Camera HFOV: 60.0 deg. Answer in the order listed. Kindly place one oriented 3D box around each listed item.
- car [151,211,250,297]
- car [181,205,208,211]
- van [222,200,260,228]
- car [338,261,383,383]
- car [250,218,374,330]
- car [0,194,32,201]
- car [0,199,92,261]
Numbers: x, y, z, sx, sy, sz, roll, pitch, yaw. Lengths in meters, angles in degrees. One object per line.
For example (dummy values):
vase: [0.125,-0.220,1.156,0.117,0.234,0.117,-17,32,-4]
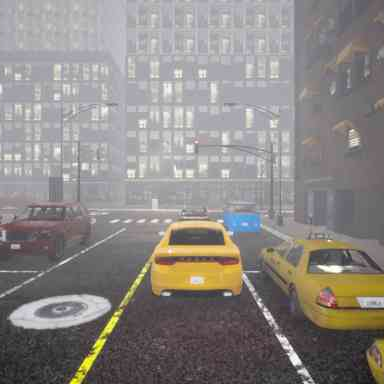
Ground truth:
car: [0.112,1.479,8.623,1.882,1.535,5.008,0,0,0]
car: [0.133,1.497,19.095,2.128,1.511,4.902,0,0,0]
van: [2.597,1.346,18.122,1.690,1.788,3.998,0,0,0]
car: [2.570,1.525,1.372,1.752,1.417,4.829,0,0,0]
car: [2.579,1.527,7.012,1.752,1.417,4.829,0,0,0]
car: [-20.815,1.112,38.136,5.009,1.841,2.192,1,-1,0]
car: [-5.292,1.318,12.495,2.192,1.841,5.009,0,0,0]
